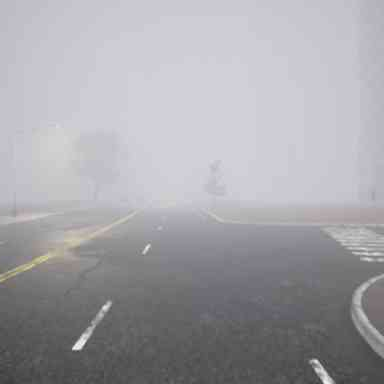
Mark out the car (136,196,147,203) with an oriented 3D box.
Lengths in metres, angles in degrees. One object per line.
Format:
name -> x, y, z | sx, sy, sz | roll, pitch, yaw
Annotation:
car -> -9.862, 1.504, 65.570 | 1.994, 1.385, 4.181 | 0, 0, -6

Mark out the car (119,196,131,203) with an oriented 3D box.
car -> -13.096, 1.506, 65.243 | 1.994, 1.385, 4.181 | 0, 0, -6
